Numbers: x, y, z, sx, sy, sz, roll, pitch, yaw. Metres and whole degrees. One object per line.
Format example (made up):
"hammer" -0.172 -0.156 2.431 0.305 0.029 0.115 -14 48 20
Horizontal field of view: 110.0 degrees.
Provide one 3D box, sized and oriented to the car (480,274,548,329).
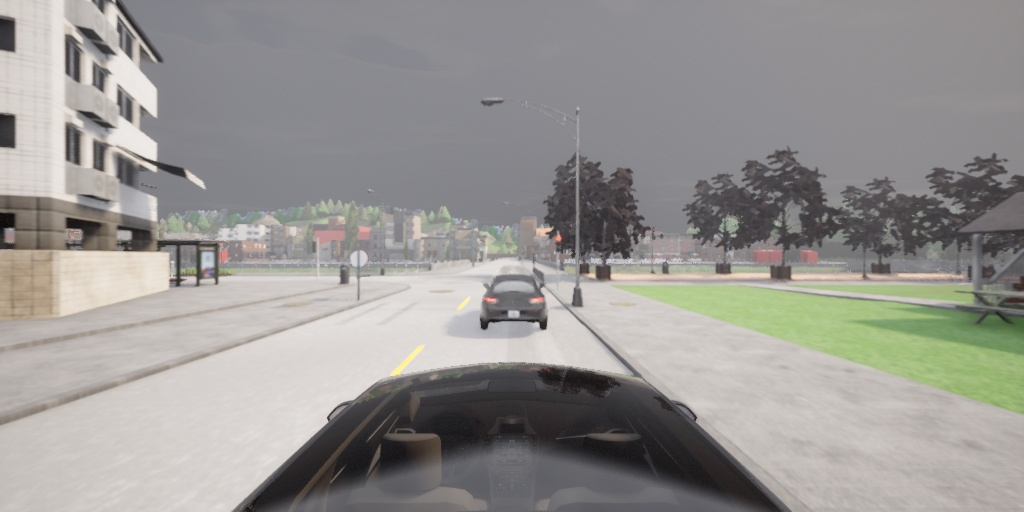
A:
"car" 0.059 1.260 11.052 1.812 1.442 4.674 0 0 0
